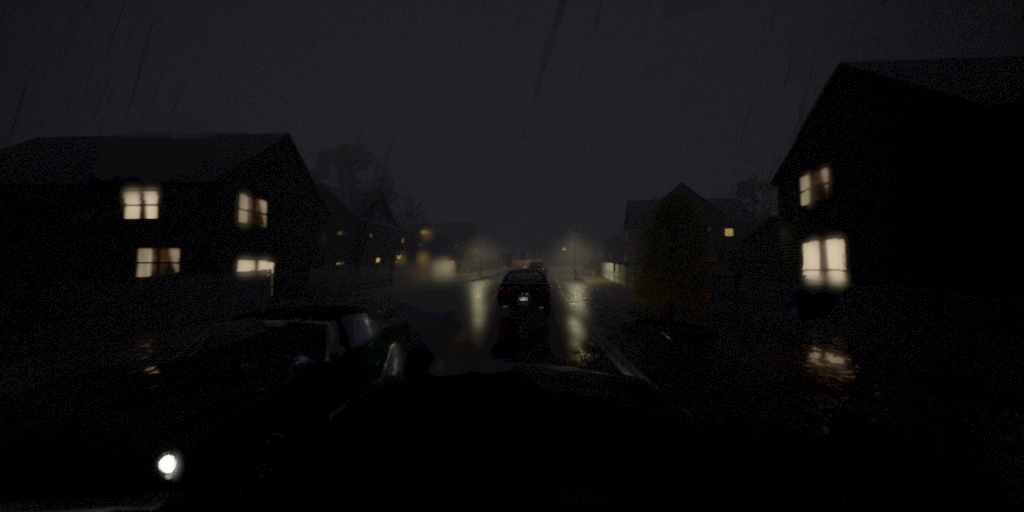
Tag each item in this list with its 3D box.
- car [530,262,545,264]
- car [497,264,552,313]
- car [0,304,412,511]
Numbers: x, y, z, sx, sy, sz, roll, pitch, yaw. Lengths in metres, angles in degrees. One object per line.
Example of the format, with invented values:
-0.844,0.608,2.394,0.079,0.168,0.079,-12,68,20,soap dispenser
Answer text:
2.434,1.307,33.679,1.837,1.490,4.892,0,0,8,car
0.524,1.241,14.075,1.882,1.535,5.008,0,0,3,car
-2.780,1.351,4.330,1.895,1.301,4.718,0,0,1,car
